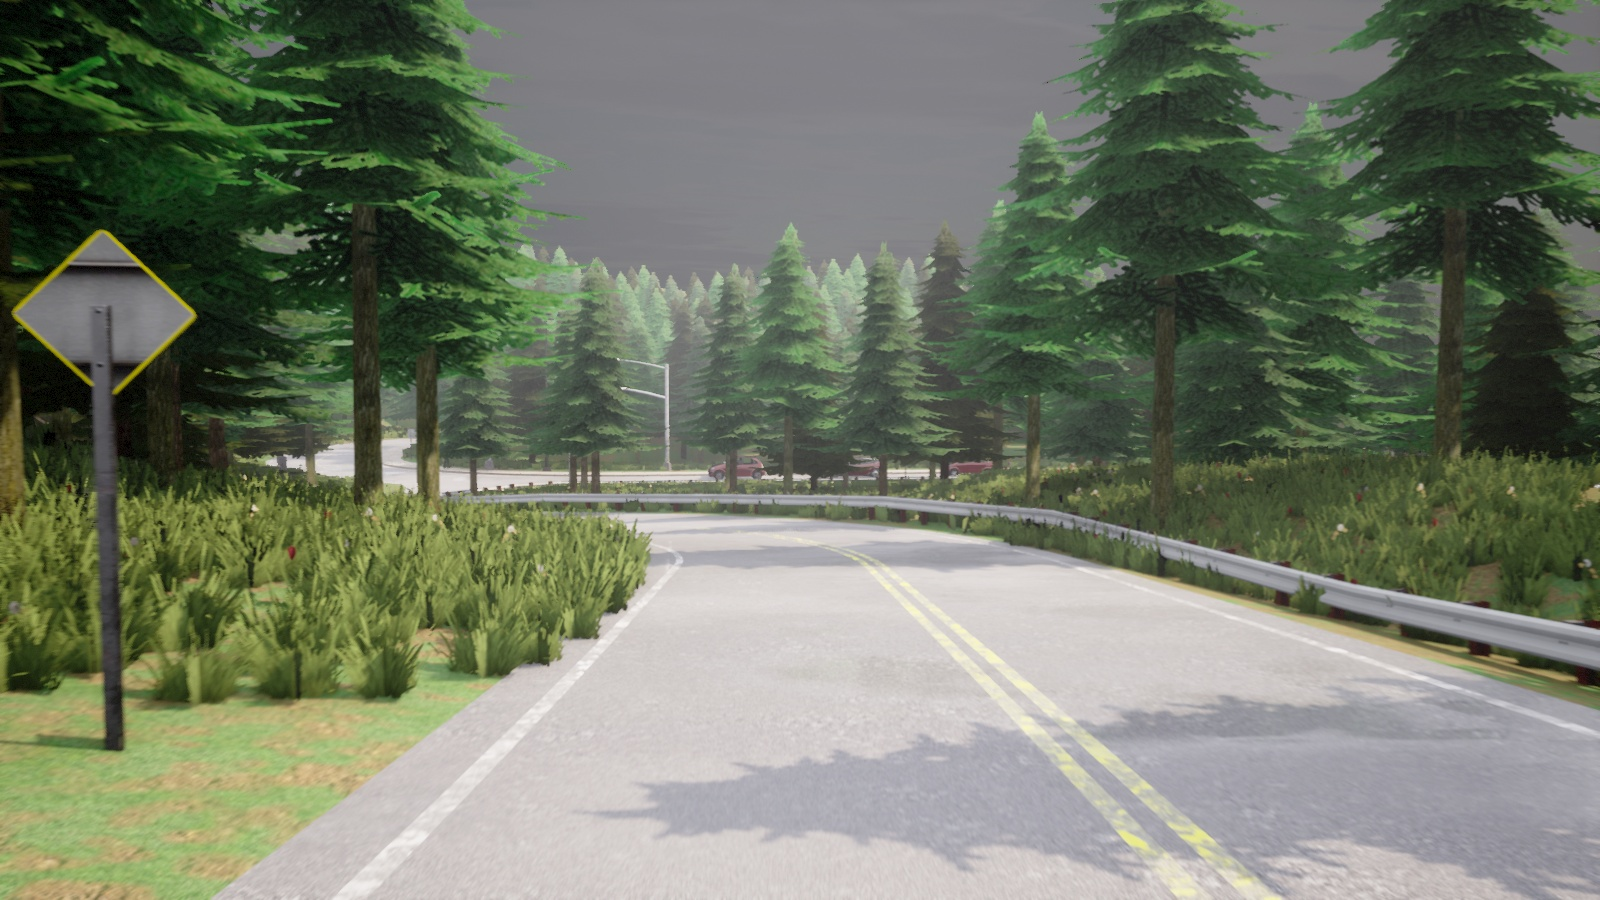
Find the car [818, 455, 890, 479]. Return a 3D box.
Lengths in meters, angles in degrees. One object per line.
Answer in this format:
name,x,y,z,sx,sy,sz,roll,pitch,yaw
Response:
car,3.866,1.229,89.923,4.792,1.488,2.163,-1,4,-9

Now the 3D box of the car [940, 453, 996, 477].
car,12.186,1.086,91.240,3.705,1.549,1.789,-1,4,-10

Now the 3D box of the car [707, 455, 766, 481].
car,-4.511,1.244,88.681,3.988,1.617,1.851,-1,4,-8
